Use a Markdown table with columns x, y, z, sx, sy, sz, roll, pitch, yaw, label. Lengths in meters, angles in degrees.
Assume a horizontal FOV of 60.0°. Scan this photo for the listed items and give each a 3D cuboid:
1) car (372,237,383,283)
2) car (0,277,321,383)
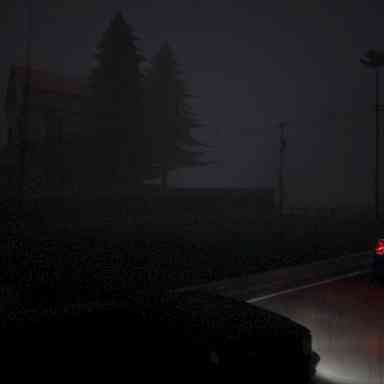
| x | y | z | sx | sy | sz | roll | pitch | yaw | label |
| --- | --- | --- | --- | --- | --- | --- | --- | --- | --- |
| 6.620 | 1.381 | 8.476 | 4.553 | 1.767 | 2.097 | 0 | 0 | -35 | car |
| -1.183 | 1.549 | 2.883 | 5.357 | 1.411 | 2.033 | 0 | 0 | -36 | car |
